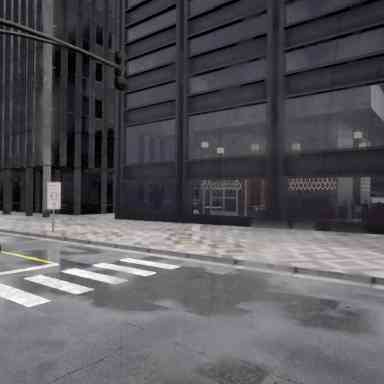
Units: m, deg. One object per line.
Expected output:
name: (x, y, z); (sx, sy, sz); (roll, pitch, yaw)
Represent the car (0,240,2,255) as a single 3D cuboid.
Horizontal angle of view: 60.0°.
car: (-8.938, 1.708, 12.504); (4.674, 1.442, 1.812); (-1, -1, 38)
